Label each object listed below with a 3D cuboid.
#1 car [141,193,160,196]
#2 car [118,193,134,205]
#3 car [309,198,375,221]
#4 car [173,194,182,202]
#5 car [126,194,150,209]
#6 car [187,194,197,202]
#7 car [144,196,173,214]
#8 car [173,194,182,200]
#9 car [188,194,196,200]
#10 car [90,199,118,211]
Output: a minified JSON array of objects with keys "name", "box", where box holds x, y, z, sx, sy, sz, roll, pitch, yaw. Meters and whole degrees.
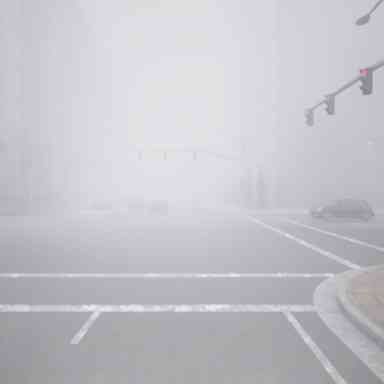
[{"name":"car","box":[-7.040,1.347,55.236,1.882,1.535,5.008,0,0,1]},{"name":"car","box":[-10.560,1.369,51.294,2.128,1.511,4.902,0,0,0]},{"name":"car","box":[11.499,1.292,25.785,4.553,1.767,2.097,0,0,1]},{"name":"car","box":[-3.474,1.380,72.032,1.994,1.385,4.181,0,0,0]},{"name":"car","box":[-7.060,1.373,44.256,1.882,1.535,5.008,0,0,0]},{"name":"car","box":[0.026,1.308,71.177,1.882,1.535,5.008,0,0,0]},{"name":"car","box":[-3.387,1.465,34.538,2.033,1.411,5.357,0,0,0]},{"name":"car","box":[-3.471,1.230,80.574,1.812,1.442,4.674,0,0,0]},{"name":"car","box":[0.029,1.183,80.572,1.882,1.535,5.008,0,0,0]},{"name":"car","box":[-10.585,1.470,39.280,1.994,1.385,4.181,0,0,1]}]
